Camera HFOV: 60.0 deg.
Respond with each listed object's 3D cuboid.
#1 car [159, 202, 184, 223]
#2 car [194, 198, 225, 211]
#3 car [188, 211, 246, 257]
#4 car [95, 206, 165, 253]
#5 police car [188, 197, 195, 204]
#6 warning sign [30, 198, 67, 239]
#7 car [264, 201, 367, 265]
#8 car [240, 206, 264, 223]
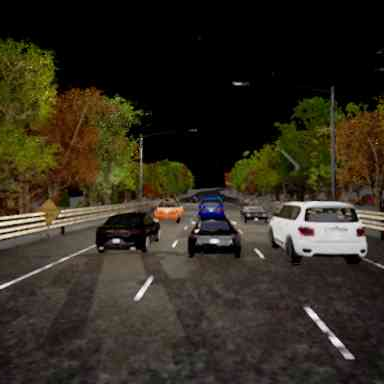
[{"bbox_3d":[-1.873,1.615,28.496,2.097,1.767,4.553,0,-1,3],"label":"car"},{"bbox_3d":[1.571,1.480,27.496,2.150,2.045,5.566,0,0,3],"label":"car"},{"bbox_3d":[0.894,1.691,13.537,1.994,1.385,4.181,0,0,3],"label":"car"},{"bbox_3d":[-2.565,1.611,14.369,1.882,1.535,5.008,0,0,3],"label":"car"},{"bbox_3d":[-0.086,2.221,86.226,1.930,1.638,5.238,0,-1,3],"label":"police car"},{"bbox_3d":[-7.025,1.268,16.325,1.300,1.860,1.060,2,1,3],"label":"warning sign"},{"bbox_3d":[4.326,1.340,12.335,2.150,2.045,5.566,0,0,3],"label":"car"},{"bbox_3d":[5.106,1.861,27.981,1.895,1.301,4.718,0,-1,3],"label":"car"}]
